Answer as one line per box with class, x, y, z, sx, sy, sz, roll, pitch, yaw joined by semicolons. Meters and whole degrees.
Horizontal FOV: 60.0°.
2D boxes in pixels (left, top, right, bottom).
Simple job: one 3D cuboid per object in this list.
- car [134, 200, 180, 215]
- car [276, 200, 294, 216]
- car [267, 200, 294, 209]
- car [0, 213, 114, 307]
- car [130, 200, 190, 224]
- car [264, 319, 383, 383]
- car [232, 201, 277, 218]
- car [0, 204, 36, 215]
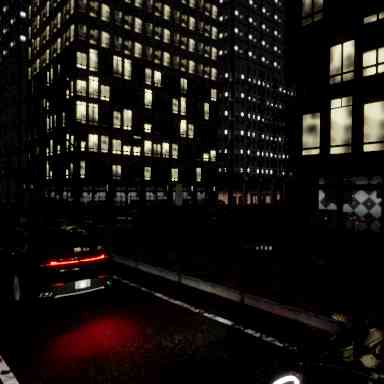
car;-3.758;1.649;36.473;4.829;1.417;1.752;1;0;-40
car;10.400;1.937;37.449;4.206;1.307;1.802;1;0;-40
car;13.614;1.882;51.119;4.313;1.339;1.947;1;0;-40
car;-3.668;1.501;8.148;1.837;1.490;4.892;0;0;-41
car;-2.533;1.524;26.542;5.009;1.841;2.192;1;0;-40
car;2.403;1.352;1.345;2.097;1.767;4.553;0;0;-41
car;6.218;1.833;33.922;4.829;1.417;1.752;1;0;-40
car;-12.979;1.539;22.226;5.008;1.535;1.882;1;1;-19
